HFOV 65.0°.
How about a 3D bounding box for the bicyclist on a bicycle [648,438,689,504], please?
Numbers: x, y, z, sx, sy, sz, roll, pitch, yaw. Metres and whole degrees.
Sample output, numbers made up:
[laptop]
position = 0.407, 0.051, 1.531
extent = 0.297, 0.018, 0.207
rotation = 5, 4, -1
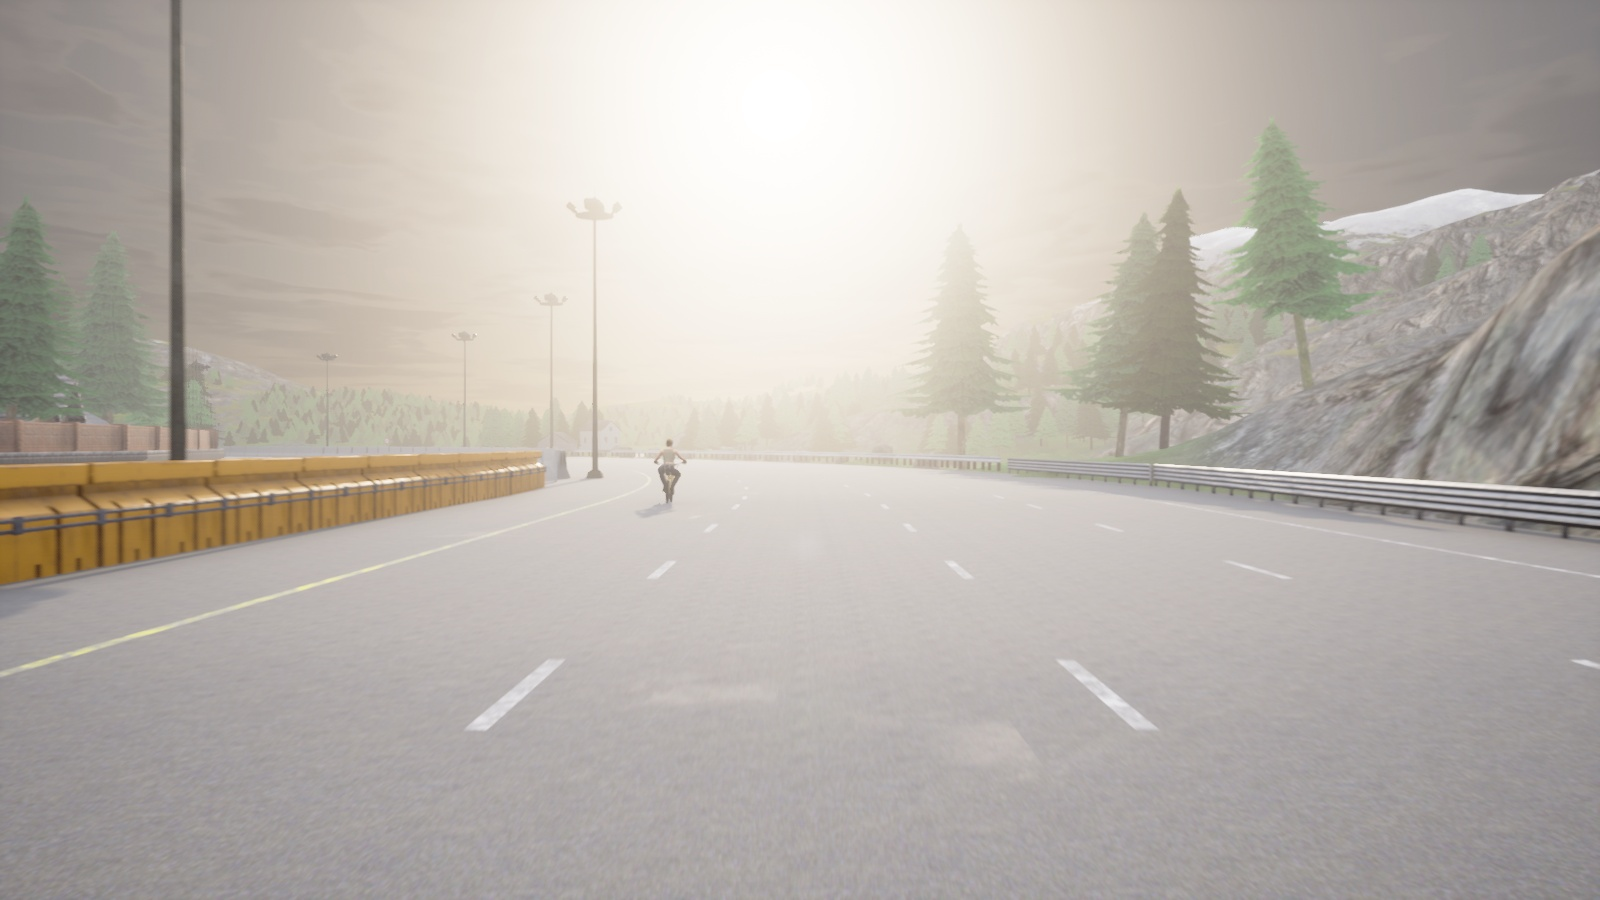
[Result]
[bicyclist on a bicycle]
position = -3.250, 0.514, 31.163
extent = 0.866, 1.612, 1.509
rotation = 0, 0, 0
